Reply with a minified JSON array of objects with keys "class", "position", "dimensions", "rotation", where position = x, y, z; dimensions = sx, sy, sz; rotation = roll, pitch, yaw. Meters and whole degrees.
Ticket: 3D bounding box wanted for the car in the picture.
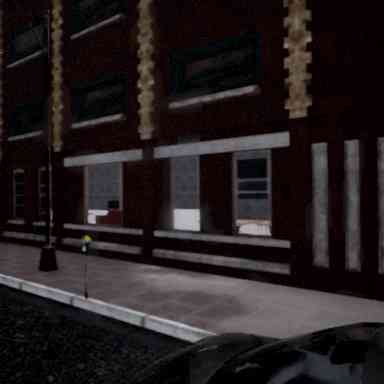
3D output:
[{"class":"car","position":[1.294,1.566,1.952],"dimensions":[4.313,1.339,1.947],"rotation":[-1,0,35]}]
